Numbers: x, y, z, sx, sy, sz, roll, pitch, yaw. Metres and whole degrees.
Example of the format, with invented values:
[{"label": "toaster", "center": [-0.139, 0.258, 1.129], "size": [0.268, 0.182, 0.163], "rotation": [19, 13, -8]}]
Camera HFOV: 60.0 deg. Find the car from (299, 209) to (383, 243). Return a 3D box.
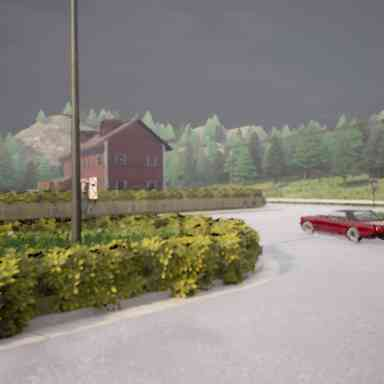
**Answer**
[{"label": "car", "center": [6.985, 1.426, 15.103], "size": [1.895, 1.301, 4.718], "rotation": [-1, 0, -18]}]
